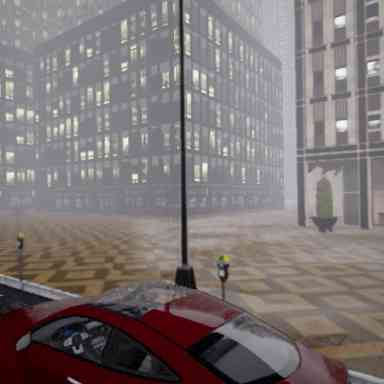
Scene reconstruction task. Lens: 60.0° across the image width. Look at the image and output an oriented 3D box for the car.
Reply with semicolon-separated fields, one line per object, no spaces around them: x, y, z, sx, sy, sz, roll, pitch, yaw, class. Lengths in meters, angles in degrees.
-0.631;1.608;3.307;4.206;1.307;1.802;-1;-1;35;car
